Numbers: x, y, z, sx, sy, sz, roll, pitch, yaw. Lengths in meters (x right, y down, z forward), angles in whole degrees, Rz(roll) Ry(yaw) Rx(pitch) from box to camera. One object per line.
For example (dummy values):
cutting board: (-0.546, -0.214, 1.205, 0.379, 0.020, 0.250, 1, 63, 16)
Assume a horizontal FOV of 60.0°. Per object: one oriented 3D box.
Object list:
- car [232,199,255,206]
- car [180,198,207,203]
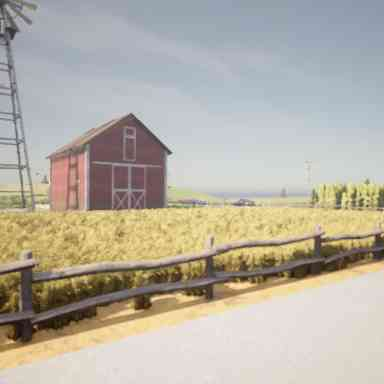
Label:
car: (8.572, 1.899, 55.901, 1.812, 1.442, 4.674, 1, 0, -35)
car: (0.533, 1.891, 61.691, 2.033, 1.411, 5.357, 1, 0, -35)
